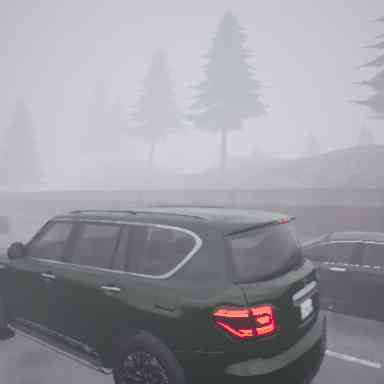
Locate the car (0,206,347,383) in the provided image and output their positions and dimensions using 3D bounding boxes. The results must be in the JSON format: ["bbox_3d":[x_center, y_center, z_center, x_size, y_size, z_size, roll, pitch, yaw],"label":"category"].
[{"bbox_3d":[-1.035,1.230,4.824,5.566,2.045,2.150,0,0,37],"label":"car"}]

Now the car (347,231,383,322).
[{"bbox_3d":[2.995,1.510,6.266,4.892,1.490,1.837,0,0,35],"label":"car"}]
